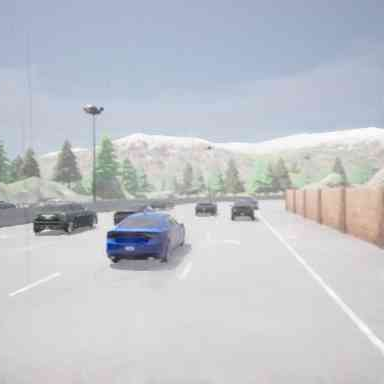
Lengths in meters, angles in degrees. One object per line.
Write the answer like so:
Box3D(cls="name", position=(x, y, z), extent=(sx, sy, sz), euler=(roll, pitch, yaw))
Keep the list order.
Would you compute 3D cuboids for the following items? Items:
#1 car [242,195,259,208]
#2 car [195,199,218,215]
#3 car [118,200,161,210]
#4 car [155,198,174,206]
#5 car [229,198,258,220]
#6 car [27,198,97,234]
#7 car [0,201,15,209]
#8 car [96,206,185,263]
Box3D(cls="car", position=(7.201, 1.291, 42.037), extent=(2.097, 1.767, 4.553), euler=(0, 0, 17))
Box3D(cls="car", position=(1.524, 1.477, 33.510), extent=(2.128, 1.511, 4.902), euler=(-1, 0, 10))
Box3D(cls="car", position=(-3.663, 1.529, 21.994), extent=(1.837, 1.490, 4.892), euler=(0, 0, 8))
Box3D(cls="car", position=(-3.714, 1.514, 42.254), extent=(2.128, 1.511, 4.902), euler=(-1, 0, 15))
Box3D(cls="car", position=(4.179, 1.467, 27.640), extent=(1.837, 1.490, 4.892), euler=(0, -1, 8))
Box3D(cls="car", position=(-7.462, 1.407, 20.043), extent=(2.097, 1.767, 4.553), euler=(0, 0, 8))
Box3D(cls="car", position=(-22.544, 1.730, 38.455), extent=(1.994, 1.385, 4.181), euler=(0, 0, 11))
Box3D(cls="car", position=(-1.472, 1.487, 12.165), extent=(1.882, 1.535, 5.008), euler=(0, 0, 8))
